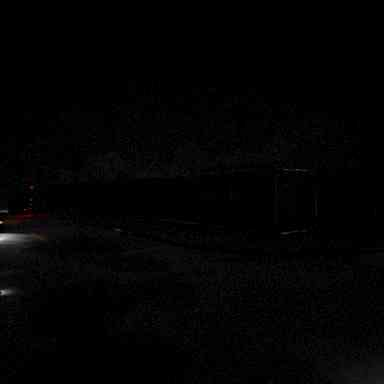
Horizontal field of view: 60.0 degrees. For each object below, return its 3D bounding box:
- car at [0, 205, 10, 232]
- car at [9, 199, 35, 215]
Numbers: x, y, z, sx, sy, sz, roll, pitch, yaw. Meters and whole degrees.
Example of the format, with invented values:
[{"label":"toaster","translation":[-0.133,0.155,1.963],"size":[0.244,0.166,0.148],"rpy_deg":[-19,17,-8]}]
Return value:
[{"label":"car","translation":[-12.310,1.539,19.472],"size":[2.033,1.411,5.357],"rpy_deg":[0,0,-35]},{"label":"car","translation":[-17.298,1.458,33.707],"size":[2.128,1.511,4.902],"rpy_deg":[0,0,-35]}]
